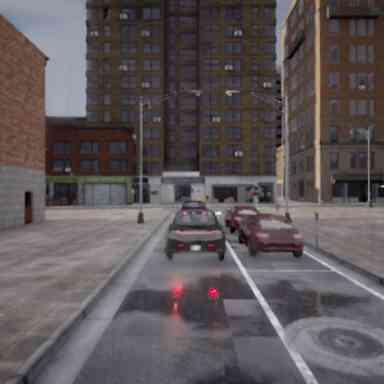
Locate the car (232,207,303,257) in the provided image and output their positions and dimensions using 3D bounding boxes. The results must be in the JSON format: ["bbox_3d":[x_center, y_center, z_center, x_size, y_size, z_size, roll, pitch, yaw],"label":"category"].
[{"bbox_3d":[2.669,1.415,11.879,1.802,1.307,4.206,1,1,0],"label":"car"}]

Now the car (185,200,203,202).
[{"bbox_3d":[0.122,1.244,21.948,2.033,1.411,5.357,0,1,0],"label":"car"}]

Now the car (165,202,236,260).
[{"bbox_3d":[0.117,1.326,11.741,2.128,1.511,4.902,0,1,0],"label":"car"}]

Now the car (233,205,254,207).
[{"bbox_3d":[2.677,1.341,17.317,1.802,1.307,4.206,1,1,0],"label":"car"}]
